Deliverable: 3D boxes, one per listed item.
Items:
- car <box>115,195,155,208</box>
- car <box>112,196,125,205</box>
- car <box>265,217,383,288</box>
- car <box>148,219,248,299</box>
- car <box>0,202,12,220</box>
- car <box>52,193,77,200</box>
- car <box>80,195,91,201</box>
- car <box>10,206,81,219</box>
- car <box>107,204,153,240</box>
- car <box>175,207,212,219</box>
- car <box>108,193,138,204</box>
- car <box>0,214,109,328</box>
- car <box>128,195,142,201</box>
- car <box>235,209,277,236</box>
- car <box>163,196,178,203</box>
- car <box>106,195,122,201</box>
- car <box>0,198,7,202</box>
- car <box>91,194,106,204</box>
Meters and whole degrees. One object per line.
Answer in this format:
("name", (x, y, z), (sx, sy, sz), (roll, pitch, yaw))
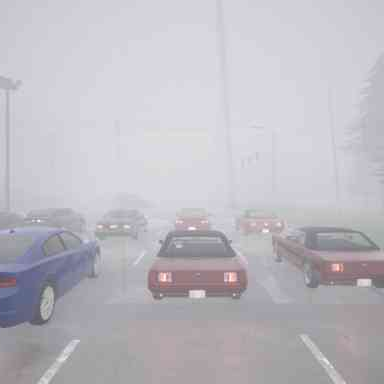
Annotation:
("car", (-6.802, 1.491, 41.934), (2.128, 1.511, 4.902), (0, 0, 38))
("car", (-13.260, 1.492, 59.619), (2.128, 1.511, 4.902), (1, 0, -14))
("car", (3.592, 1.601, 9.168), (1.895, 1.301, 4.718), (0, 0, 0))
("car", (0.091, 1.601, 8.376), (1.895, 1.301, 4.718), (0, 0, 0))
("car", (-10.436, 1.491, 16.959), (2.128, 1.511, 4.902), (0, 0, 0))
("car", (-33.888, 1.225, 88.265), (5.566, 2.045, 2.150), (0, 0, 35))
("car", (-26.618, 1.552, 86.582), (1.994, 1.385, 4.181), (0, 0, -44))
("car", (-6.935, 1.505, 16.975), (1.837, 1.490, 4.892), (0, 0, 0))
("car", (-3.429, 1.547, 16.928), (2.033, 1.411, 5.357), (0, 0, 0))
("car", (0.053, 1.526, 17.479), (1.812, 1.442, 4.674), (0, 0, 1))
("car", (-8.351, 1.221, 45.647), (2.150, 2.045, 5.566), (1, 0, 30))
("car", (-3.407, 1.478, 7.118), (1.882, 1.535, 5.008), (0, 0, 0))
("car", (-13.912, 1.552, 81.239), (1.994, 1.385, 4.181), (0, 0, -30))
("car", (3.542, 1.601, 18.336), (1.895, 1.301, 4.718), (0, 0, -1))
("car", (-4.351, 1.547, 67.604), (2.033, 1.411, 5.357), (0, 0, -20))
("car", (-19.709, 1.540, 83.786), (2.033, 1.411, 5.357), (0, 0, -37))
("car", (-27.321, 1.220, 44.587), (5.566, 2.045, 2.150), (0, 0, -1))
("car", (-17.622, 1.525, 62.765), (1.812, 1.442, 4.674), (1, 0, -18))
